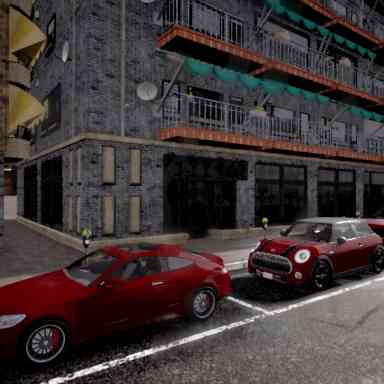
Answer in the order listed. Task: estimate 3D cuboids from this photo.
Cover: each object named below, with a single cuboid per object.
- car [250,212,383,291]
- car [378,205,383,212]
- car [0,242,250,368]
[{"bbox_3d":[3.407,1.443,9.004,4.097,1.590,1.967,0,0,-36],"label":"car"},{"bbox_3d":[8.012,1.322,12.303,5.009,1.841,2.192,0,0,-36],"label":"car"},{"bbox_3d":[-1.196,1.582,5.706,4.206,1.307,1.802,0,0,-36],"label":"car"}]
